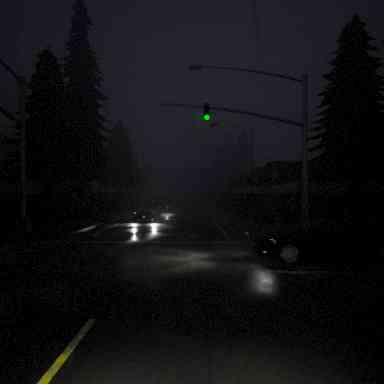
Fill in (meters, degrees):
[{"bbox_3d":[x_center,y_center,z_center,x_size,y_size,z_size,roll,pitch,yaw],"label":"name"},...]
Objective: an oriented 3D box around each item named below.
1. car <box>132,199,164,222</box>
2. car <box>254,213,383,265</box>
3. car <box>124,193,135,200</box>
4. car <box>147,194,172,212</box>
[{"bbox_3d":[-3.555,1.552,26.787,1.812,1.442,4.674,0,0,0],"label":"car"},{"bbox_3d":[4.593,1.478,11.060,5.008,1.535,1.882,0,0,0],"label":"car"},{"bbox_3d":[-16.702,1.159,81.126,3.866,1.878,1.905,0,0,0],"label":"car"},{"bbox_3d":[-3.550,1.256,38.849,2.150,2.045,5.566,0,0,0],"label":"car"}]
